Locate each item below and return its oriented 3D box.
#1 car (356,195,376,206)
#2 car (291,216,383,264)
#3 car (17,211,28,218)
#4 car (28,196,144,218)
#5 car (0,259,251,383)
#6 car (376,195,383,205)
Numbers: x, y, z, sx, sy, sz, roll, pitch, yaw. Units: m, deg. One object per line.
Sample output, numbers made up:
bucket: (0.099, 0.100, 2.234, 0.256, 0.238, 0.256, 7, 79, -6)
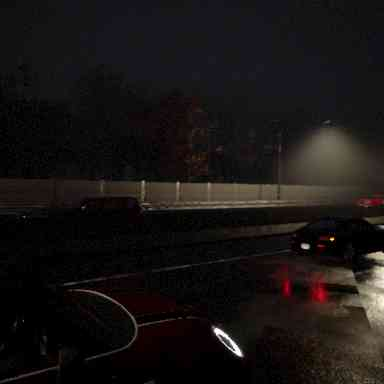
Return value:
car: (26.226, 1.486, 48.445, 5.566, 2.045, 2.150, 0, 0, -35)
car: (5.499, 1.582, 11.967, 4.674, 1.442, 1.812, 0, 0, -35)
car: (-7.628, 1.551, 20.030, 4.674, 1.442, 1.812, 0, 0, -36)
car: (-5.213, 1.249, 17.467, 5.566, 2.045, 2.150, 0, 0, -35)
car: (-1.662, 1.354, 2.559, 4.553, 1.767, 2.097, 0, 0, -36)
car: (27.925, 1.485, 45.363, 5.566, 2.045, 2.150, 1, 0, -35)
